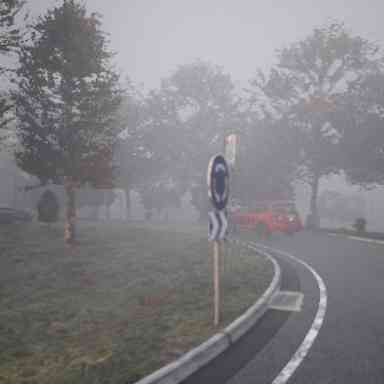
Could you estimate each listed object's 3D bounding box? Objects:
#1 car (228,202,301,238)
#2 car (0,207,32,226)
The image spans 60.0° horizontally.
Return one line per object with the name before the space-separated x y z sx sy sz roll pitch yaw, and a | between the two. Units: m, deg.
car | 4.212 1.633 20.708 2.150 2.045 5.566 1 -1 -28
car | -16.189 2.073 27.806 5.008 1.535 1.882 0 -1 -18
